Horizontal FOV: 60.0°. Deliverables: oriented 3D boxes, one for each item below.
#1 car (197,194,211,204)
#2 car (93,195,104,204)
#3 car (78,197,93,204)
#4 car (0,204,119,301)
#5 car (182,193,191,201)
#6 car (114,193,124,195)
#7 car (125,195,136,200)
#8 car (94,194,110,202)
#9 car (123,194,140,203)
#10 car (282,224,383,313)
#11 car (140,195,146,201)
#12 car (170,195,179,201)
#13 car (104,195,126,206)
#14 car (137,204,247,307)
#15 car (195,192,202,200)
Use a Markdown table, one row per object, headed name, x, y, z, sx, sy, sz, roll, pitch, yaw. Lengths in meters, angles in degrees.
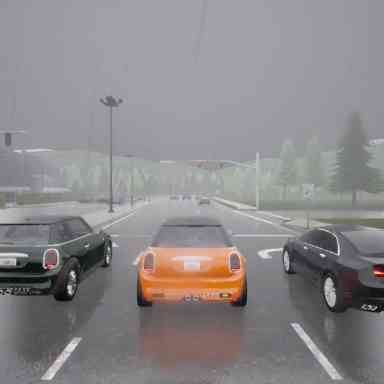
| name | x | y | z | sx | sy | sz | roll | pitch | yaw |
| --- | --- | --- | --- | --- | --- | --- | --- | --- | --- |
| car | 2.166 | 1.526 | 57.241 | 1.812 | 1.442 | 4.674 | 0 | 0 | 0 |
| car | -16.386 | 1.601 | 62.444 | 1.895 | 1.301 | 4.718 | 0 | 0 | 0 |
| car | -19.872 | 1.601 | 62.736 | 1.895 | 1.301 | 4.718 | 0 | 0 | 0 |
| car | -3.500 | 1.352 | 8.472 | 2.097 | 1.767 | 4.553 | 0 | 0 | 0 |
| car | -1.360 | 1.222 | 88.282 | 2.150 | 2.045 | 5.566 | 0 | 0 | 0 |
| car | -16.348 | 1.225 | 73.790 | 2.150 | 2.045 | 5.566 | 0 | 0 | 0 |
| car | -16.360 | 1.547 | 88.696 | 1.895 | 1.301 | 4.718 | 0 | 0 | 0 |
| car | -19.848 | 1.355 | 73.531 | 2.097 | 1.767 | 4.553 | 0 | 0 | 0 |
| car | -12.845 | 1.595 | 69.824 | 1.895 | 1.301 | 4.718 | 0 | 0 | 0 |
| car | 3.499 | 1.505 | 7.653 | 1.837 | 1.490 | 4.892 | 0 | 0 | 0 |
| car | -12.857 | 1.551 | 84.508 | 1.994 | 1.385 | 4.181 | 0 | 0 | 0 |
| car | -4.860 | 1.495 | 88.543 | 1.837 | 1.490 | 4.892 | 0 | 0 | 0 |
| car | -12.911 | 1.564 | 55.910 | 1.994 | 1.385 | 4.181 | 0 | 0 | 0 |
| car | 0.000 | 1.352 | 8.150 | 2.097 | 1.767 | 4.553 | 0 | 0 | 0 |
| car | 2.140 | 1.520 | 88.619 | 1.812 | 1.442 | 4.674 | 0 | 0 | 0 |
